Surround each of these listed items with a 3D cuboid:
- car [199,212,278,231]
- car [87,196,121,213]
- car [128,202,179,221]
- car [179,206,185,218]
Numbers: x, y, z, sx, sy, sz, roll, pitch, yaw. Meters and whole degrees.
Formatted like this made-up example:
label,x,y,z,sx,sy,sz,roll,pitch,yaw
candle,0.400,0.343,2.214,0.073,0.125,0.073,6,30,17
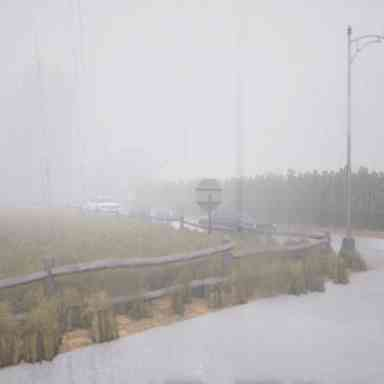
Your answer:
label,x,y,z,sx,sy,sz,roll,pitch,yaw
car,2.478,1.814,18.714,1.895,1.301,4.718,1,-1,-36
car,-9.501,1.511,35.509,2.150,2.045,5.566,1,0,-35
car,-3.369,1.623,26.887,2.097,1.767,4.553,1,-1,-36
car,-2.582,1.803,31.416,2.128,1.511,4.902,1,-1,-36
